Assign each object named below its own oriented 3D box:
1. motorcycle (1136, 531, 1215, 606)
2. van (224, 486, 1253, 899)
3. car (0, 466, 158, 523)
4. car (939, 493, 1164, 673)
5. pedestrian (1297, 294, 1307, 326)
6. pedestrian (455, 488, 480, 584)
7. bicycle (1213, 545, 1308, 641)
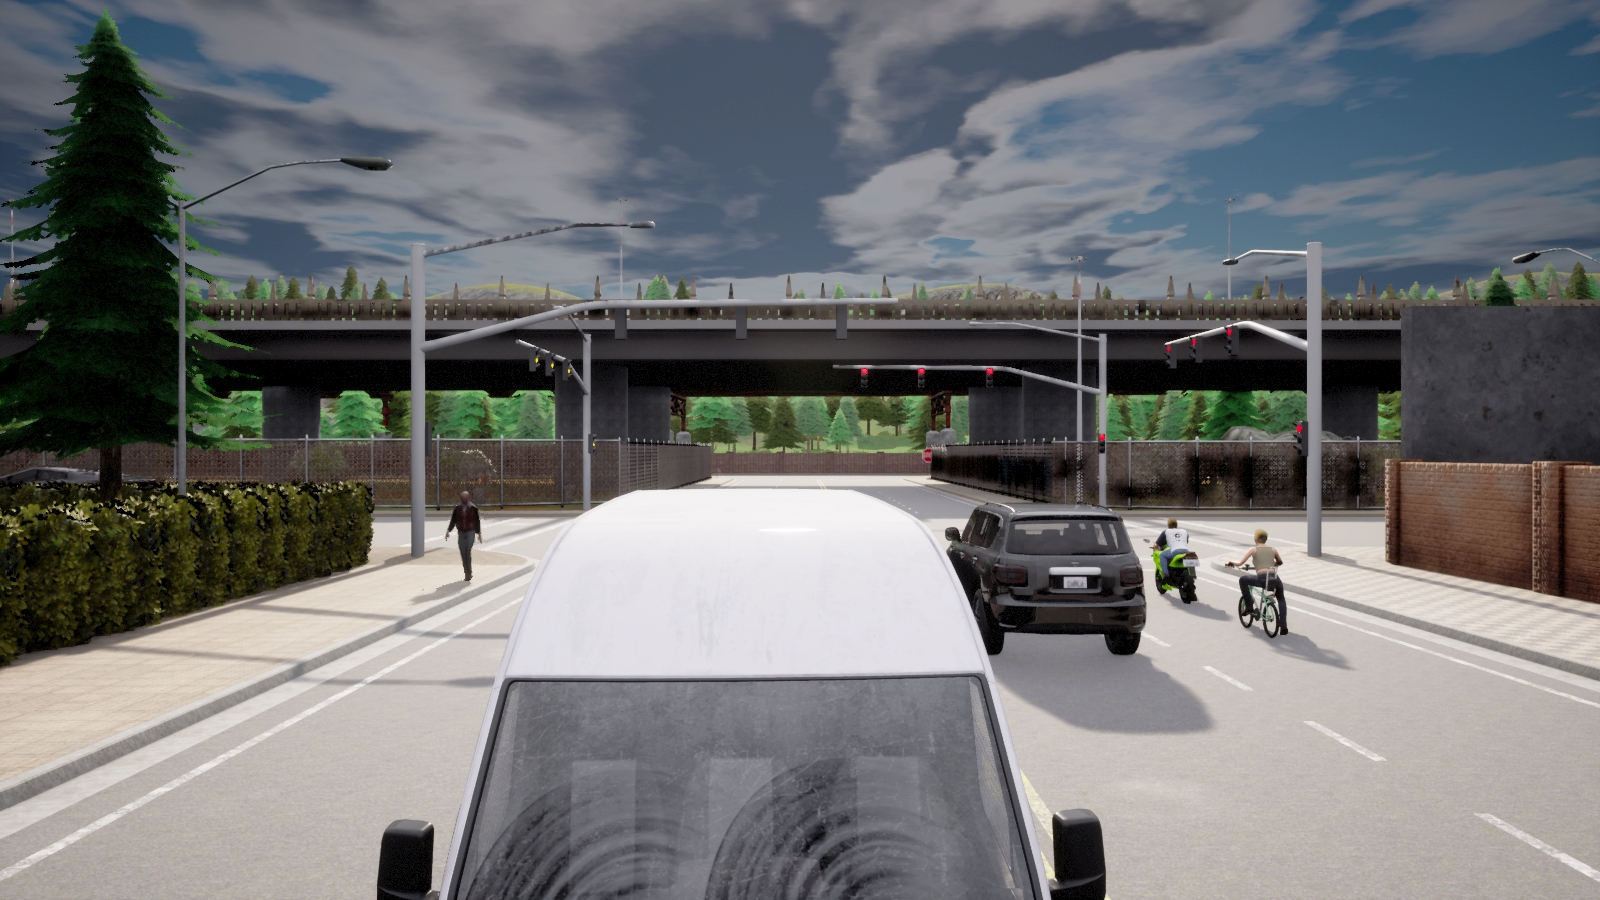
[{"bbox_3d":[6.995,2.187,21.401,0.803,1.199,2.033,0,0,0],"label":"motorcycle"},{"bbox_3d":[-0.245,1.535,5.164,1.988,2.561,5.915,0,0,-3],"label":"van"},{"bbox_3d":[-28.581,1.700,44.074,6.274,2.098,2.390,0,0,0],"label":"car"},{"bbox_3d":[3.496,1.780,17.139,2.150,2.045,5.566,0,0,0],"label":"car"},{"bbox_3d":[29.751,-8.300,67.706,0.375,1.860,0.375,0,0,0],"label":"pedestrian"},{"bbox_3d":[-6.600,1.697,22.657,0.375,1.860,0.375,0,0,2],"label":"pedestrian"},{"bbox_3d":[7.010,2.159,17.481,0.859,1.276,1.487,0,0,0],"label":"bicycle"}]
